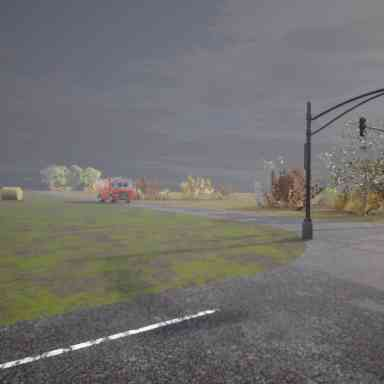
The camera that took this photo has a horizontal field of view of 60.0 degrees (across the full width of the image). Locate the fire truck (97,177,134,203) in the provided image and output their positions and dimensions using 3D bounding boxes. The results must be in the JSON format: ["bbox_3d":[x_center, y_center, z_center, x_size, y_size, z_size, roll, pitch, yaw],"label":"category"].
[{"bbox_3d":[-11.714,-0.354,50.084,2.891,3.827,8.468,1,0,-32],"label":"fire truck"}]
